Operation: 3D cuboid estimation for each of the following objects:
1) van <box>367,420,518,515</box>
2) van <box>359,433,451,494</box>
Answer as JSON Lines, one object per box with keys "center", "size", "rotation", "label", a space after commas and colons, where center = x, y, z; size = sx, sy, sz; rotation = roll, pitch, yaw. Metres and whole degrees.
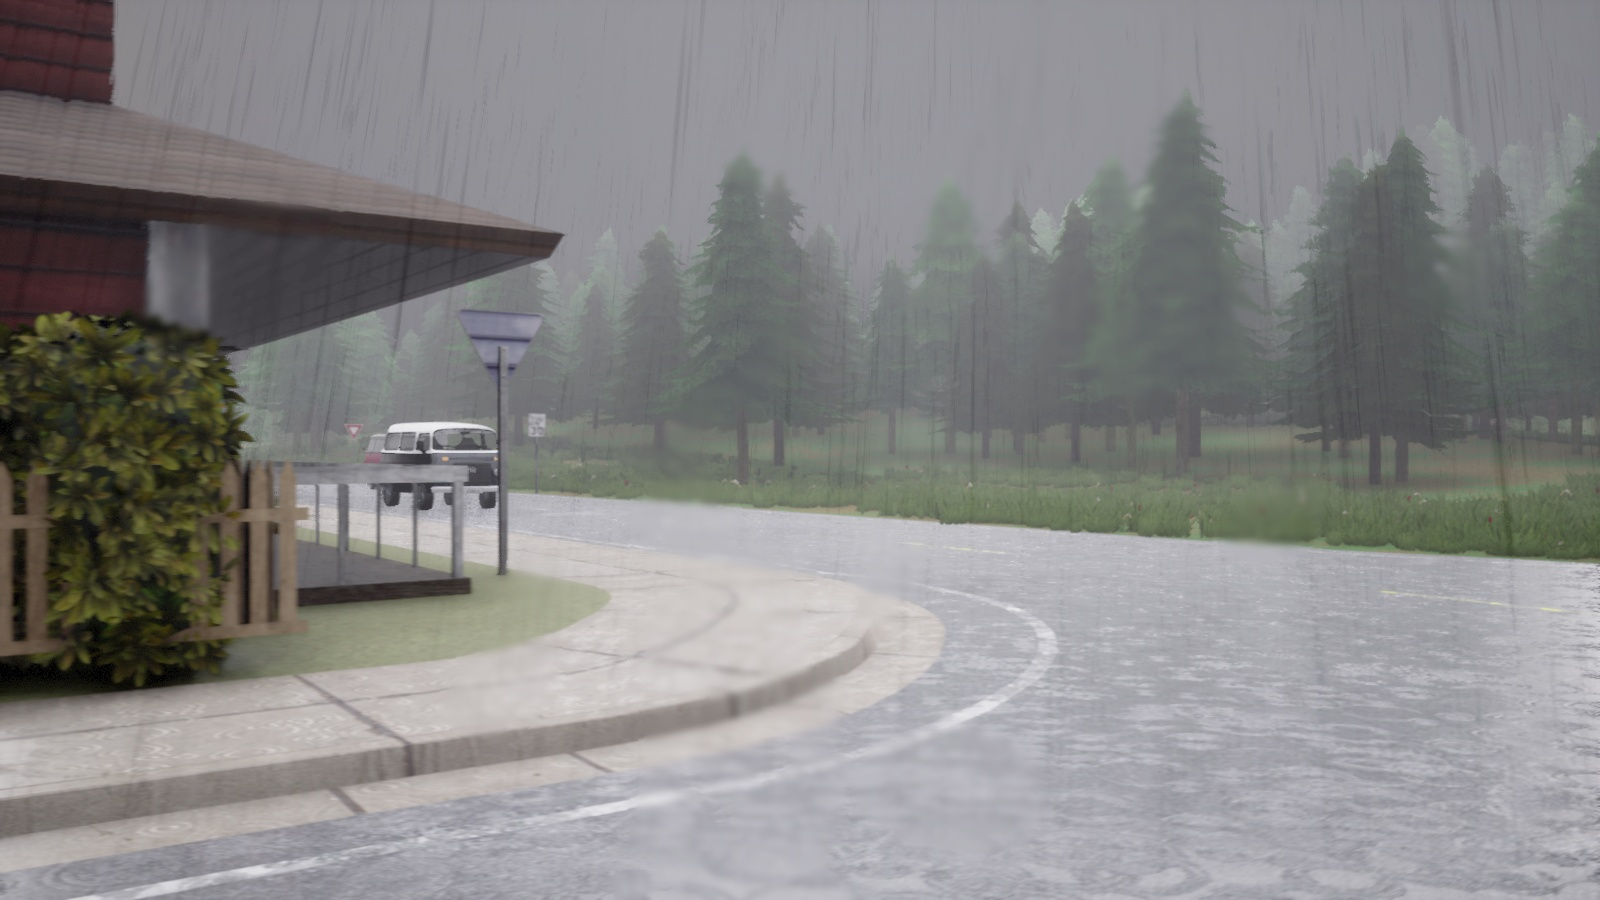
{"center": [-8.491, 0.383, 29.577], "size": [2.069, 2.038, 4.480], "rotation": [0, 0, -35], "label": "van"}
{"center": [-13.595, 0.443, 43.069], "size": [1.775, 1.987, 4.442], "rotation": [0, 0, -35], "label": "van"}
